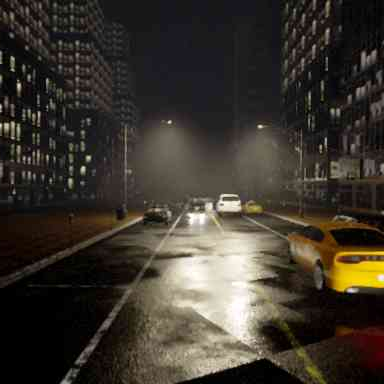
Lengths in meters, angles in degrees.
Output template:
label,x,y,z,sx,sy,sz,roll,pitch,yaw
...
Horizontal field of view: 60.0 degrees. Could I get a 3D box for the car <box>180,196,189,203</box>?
label,x,y,z,sx,sy,sz,roll,pitch,yaw
car,-1.615,1.634,73.948,1.802,1.307,4.206,-1,0,1

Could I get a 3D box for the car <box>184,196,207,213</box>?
label,x,y,z,sx,sy,sz,roll,pitch,yaw
car,0.532,1.519,36.980,2.128,1.511,4.902,1,0,1

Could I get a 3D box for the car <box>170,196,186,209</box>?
label,x,y,z,sx,sy,sz,roll,pitch,yaw
car,-2.039,1.453,45.827,1.967,1.590,4.097,-1,0,1

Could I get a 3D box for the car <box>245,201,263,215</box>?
label,x,y,z,sx,sy,sz,roll,pitch,yaw
car,6.174,1.601,34.623,1.752,1.417,4.829,-1,0,1

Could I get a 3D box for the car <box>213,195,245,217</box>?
label,x,y,z,sx,sy,sz,roll,pitch,yaw
car,3.503,1.273,32.323,2.150,2.045,5.566,1,0,1

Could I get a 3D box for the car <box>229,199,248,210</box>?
label,x,y,z,sx,sy,sz,roll,pitch,yaw
car,6.341,1.653,45.700,1.947,1.339,4.313,-1,0,1

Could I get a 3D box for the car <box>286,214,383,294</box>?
label,x,y,z,sx,sy,sz,roll,pitch,yaw
car,3.871,1.518,8.896,1.882,1.535,5.008,0,0,3

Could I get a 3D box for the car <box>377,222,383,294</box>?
label,x,y,z,sx,sy,sz,roll,pitch,yaw
car,3.908,1.388,2.831,2.097,1.767,4.553,1,0,1

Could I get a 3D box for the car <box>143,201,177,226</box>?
label,x,y,z,sx,sy,sz,roll,pitch,yaw
car,-2.377,1.542,23.329,2.008,1.369,4.403,-1,0,1

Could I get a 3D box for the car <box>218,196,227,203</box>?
label,x,y,z,sx,sy,sz,roll,pitch,yaw
car,6.766,1.652,73.991,1.752,1.417,4.829,-1,0,1

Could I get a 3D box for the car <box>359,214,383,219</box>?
label,x,y,z,sx,sy,sz,roll,pitch,yaw
car,5.832,1.497,11.955,1.967,1.590,4.097,-1,0,1

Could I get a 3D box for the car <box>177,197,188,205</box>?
label,x,y,z,sx,sy,sz,roll,pitch,yaw
car,-1.784,1.580,62.700,1.887,1.381,4.507,-1,0,1

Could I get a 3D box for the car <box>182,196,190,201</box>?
label,x,y,z,sx,sy,sz,roll,pitch,yaw
car,-1.445,1.621,85.197,2.008,1.369,4.403,-1,0,1
